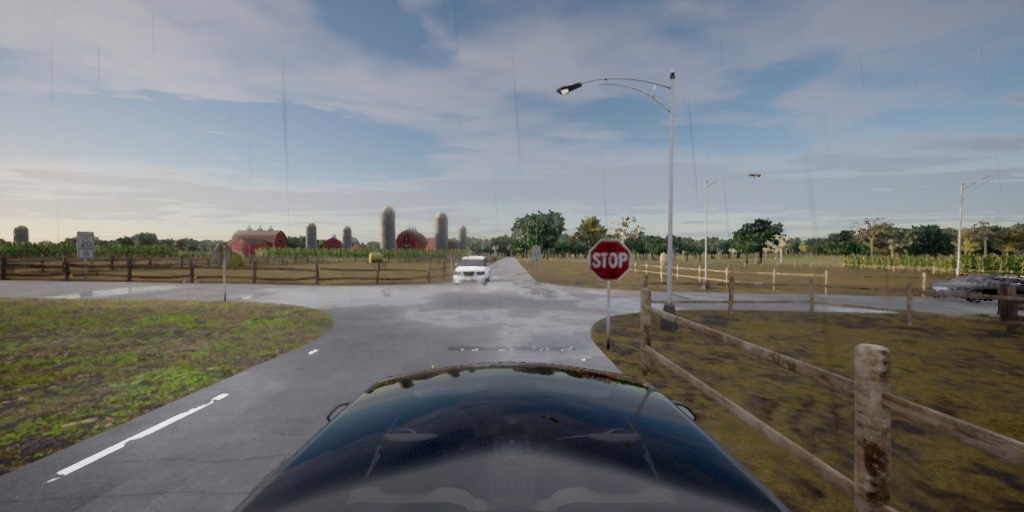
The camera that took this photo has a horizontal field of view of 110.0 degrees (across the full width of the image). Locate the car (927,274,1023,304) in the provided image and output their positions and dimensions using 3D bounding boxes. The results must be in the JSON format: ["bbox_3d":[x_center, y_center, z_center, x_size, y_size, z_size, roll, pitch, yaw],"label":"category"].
[{"bbox_3d":[25.816,1.770,19.642,4.902,1.511,2.128,1,1,0],"label":"car"}]

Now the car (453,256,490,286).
[{"bbox_3d":[-2.743,1.061,25.540,2.150,2.045,5.566,0,1,0],"label":"car"}]
